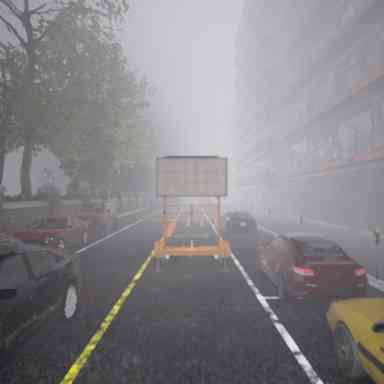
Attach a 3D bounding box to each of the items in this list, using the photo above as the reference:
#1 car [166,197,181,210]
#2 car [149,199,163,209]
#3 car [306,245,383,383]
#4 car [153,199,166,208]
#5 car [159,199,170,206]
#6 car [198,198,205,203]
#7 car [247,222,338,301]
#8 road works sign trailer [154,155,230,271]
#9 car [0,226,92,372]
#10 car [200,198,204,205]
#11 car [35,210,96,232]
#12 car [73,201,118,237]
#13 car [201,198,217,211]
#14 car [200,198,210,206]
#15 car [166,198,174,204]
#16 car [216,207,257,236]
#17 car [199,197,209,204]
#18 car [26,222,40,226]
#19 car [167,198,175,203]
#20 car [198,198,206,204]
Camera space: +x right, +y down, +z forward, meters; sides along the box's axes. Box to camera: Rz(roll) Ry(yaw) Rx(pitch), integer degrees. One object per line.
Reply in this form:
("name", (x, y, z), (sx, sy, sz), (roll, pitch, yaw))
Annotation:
("car", (-3.022, 1.718, 53.670), (2.150, 2.045, 5.566), (0, -1, 0))
("car", (-5.711, 1.942, 53.252), (1.967, 1.590, 4.097), (0, -1, 0))
("car", (2.689, 1.551, 2.753), (1.752, 1.417, 4.829), (0, -1, 0))
("car", (-5.713, 1.998, 58.880), (1.967, 1.590, 4.097), (0, -1, 0))
("car", (-5.716, 2.223, 70.140), (2.008, 1.369, 4.403), (0, -1, 0))
("car", (2.656, 2.474, 92.663), (1.947, 1.339, 4.313), (0, -1, 0))
("car", (2.686, 1.657, 8.213), (1.802, 1.307, 4.206), (0, -1, 0))
("road works sign trailer", (-0.004, 0.566, 11.243), (2.380, 3.560, 2.880), (0, -1, 0))
("car", (-3.101, 1.519, 4.513), (1.882, 1.535, 5.008), (0, -1, 0))
("car", (2.670, 2.046, 53.254), (1.887, 1.381, 4.507), (0, -1, 0))
("car", (-5.696, 1.670, 13.840), (1.887, 1.381, 4.507), (0, -1, 0))
("car", (-5.698, 1.492, 19.474), (2.192, 1.841, 5.009), (0, -1, 0))
("car", (2.672, 1.990, 47.624), (1.887, 1.381, 4.507), (0, -1, 0))
("car", (2.664, 2.113, 70.145), (1.967, 1.590, 4.097), (0, -1, 0))
("car", (-5.722, 2.371, 86.860), (1.752, 1.417, 4.829), (0, -1, 0))
("car", (2.682, 1.743, 19.475), (1.947, 1.339, 4.313), (0, -1, 0))
("car", (2.668, 1.999, 58.884), (1.967, 1.590, 4.097), (0, -1, 0))
("car", (-5.694, 1.656, 8.209), (1.802, 1.307, 4.206), (0, -1, 0))
("car", (-5.724, 2.459, 92.659), (2.008, 1.369, 4.403), (0, -1, 0))
("car", (2.657, 2.288, 87.034), (1.967, 1.590, 4.097), (0, -1, 0))
